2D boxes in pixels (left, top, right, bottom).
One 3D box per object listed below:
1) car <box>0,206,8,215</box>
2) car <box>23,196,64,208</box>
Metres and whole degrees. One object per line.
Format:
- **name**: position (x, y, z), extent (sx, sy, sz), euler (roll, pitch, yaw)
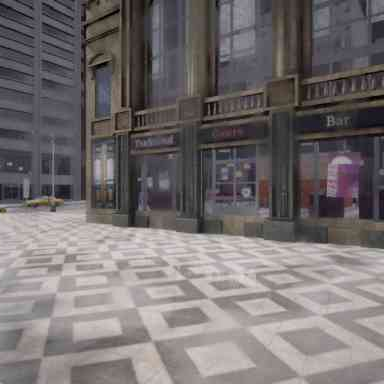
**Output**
- **car**: position (-18.034, 1.341, 27.664), extent (1.752, 1.417, 4.829), euler (1, 2, 36)
- **car**: position (-18.517, 1.144, 41.565), extent (1.752, 1.417, 4.829), euler (1, 2, 36)
